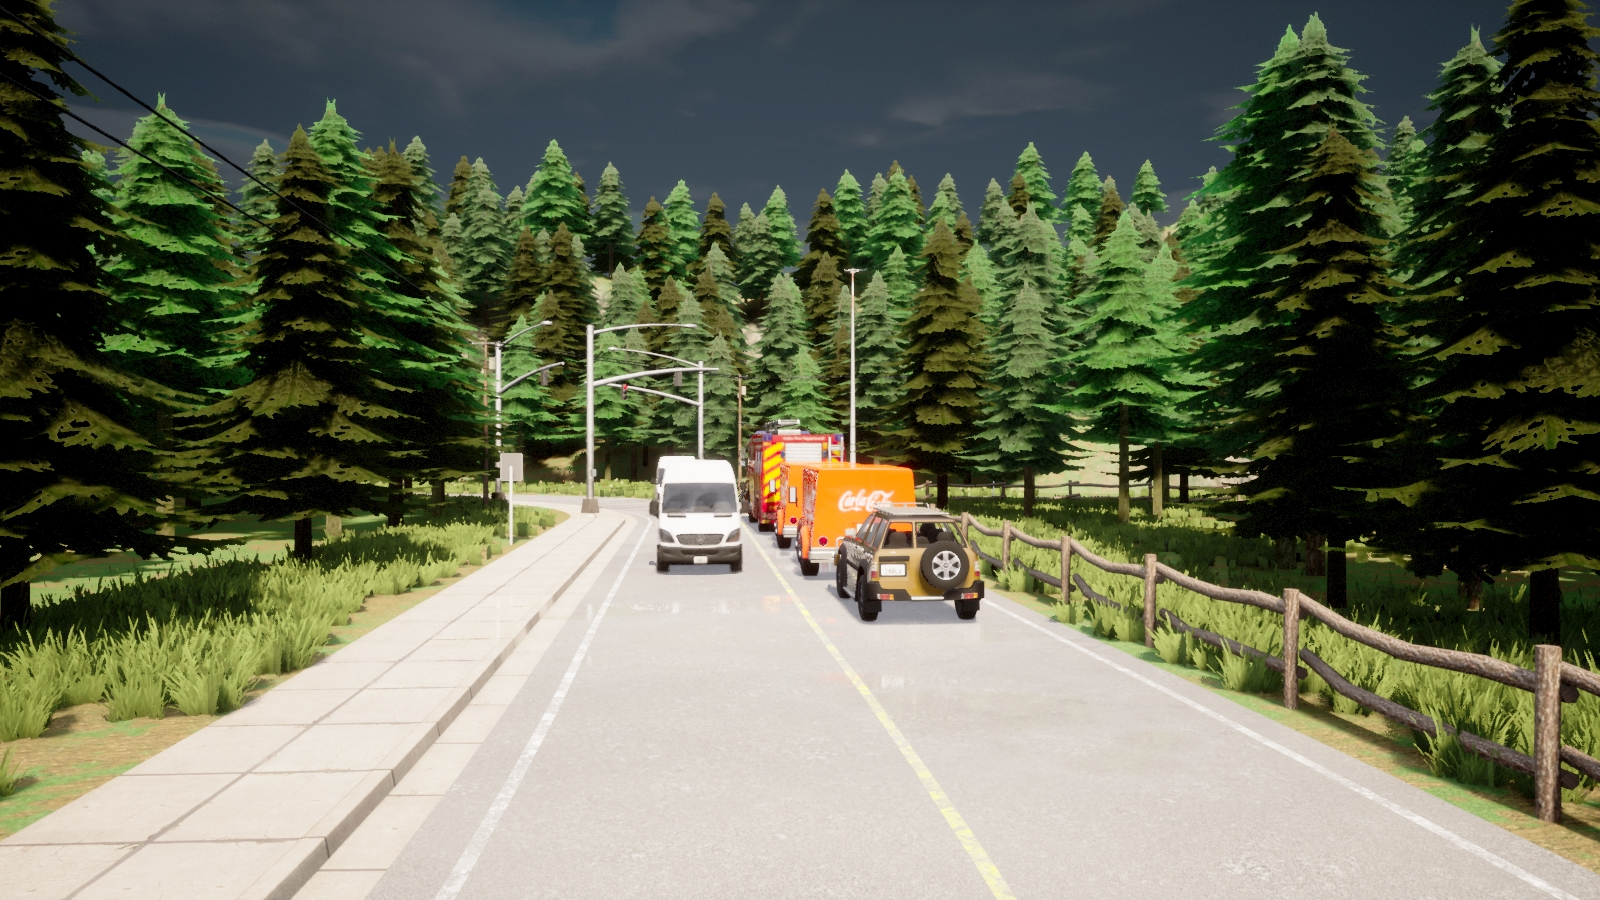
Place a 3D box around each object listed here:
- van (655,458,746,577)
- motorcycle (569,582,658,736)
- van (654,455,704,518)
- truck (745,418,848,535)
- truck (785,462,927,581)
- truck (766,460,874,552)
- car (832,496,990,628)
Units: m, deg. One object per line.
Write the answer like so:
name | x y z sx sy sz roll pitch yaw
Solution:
van | -2.481 1.507 28.059 1.988 2.561 5.915 0 0 -6
motorcycle | -1.967 2.178 12.335 0.867 1.251 2.209 0 0 -7
van | -5.366 1.507 50.140 1.988 2.561 5.915 0 0 -8
truck | -0.322 0.864 41.724 2.891 3.827 8.468 0 0 -6
truck | 1.162 1.541 26.858 2.627 2.467 5.204 0 0 -5
truck | 0.486 1.541 33.943 2.627 2.467 5.204 0 0 -6
car | 1.810 1.837 20.127 1.932 1.855 4.605 0 0 -5
